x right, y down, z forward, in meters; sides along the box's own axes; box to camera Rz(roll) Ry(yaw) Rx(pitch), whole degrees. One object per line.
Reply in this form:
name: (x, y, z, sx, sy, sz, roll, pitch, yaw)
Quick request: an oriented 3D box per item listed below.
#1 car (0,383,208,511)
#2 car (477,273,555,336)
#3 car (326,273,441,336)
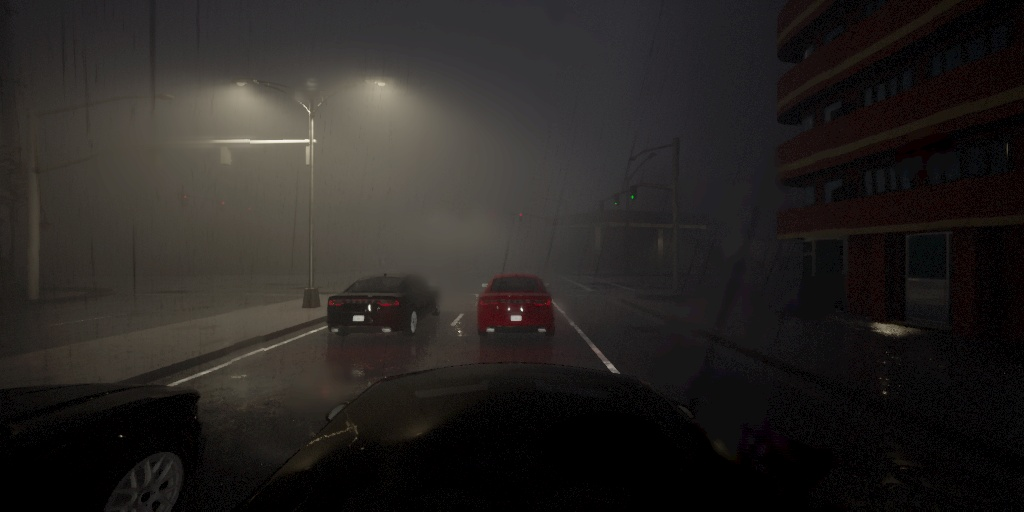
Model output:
car: (-3.409, 1.228, 0.838, 1.882, 1.535, 5.008, 0, 0, 0)
car: (0.121, 1.228, 10.421, 1.882, 1.535, 5.008, 0, 0, 1)
car: (-3.384, 1.228, 10.411, 1.882, 1.535, 5.008, 0, 0, 0)
